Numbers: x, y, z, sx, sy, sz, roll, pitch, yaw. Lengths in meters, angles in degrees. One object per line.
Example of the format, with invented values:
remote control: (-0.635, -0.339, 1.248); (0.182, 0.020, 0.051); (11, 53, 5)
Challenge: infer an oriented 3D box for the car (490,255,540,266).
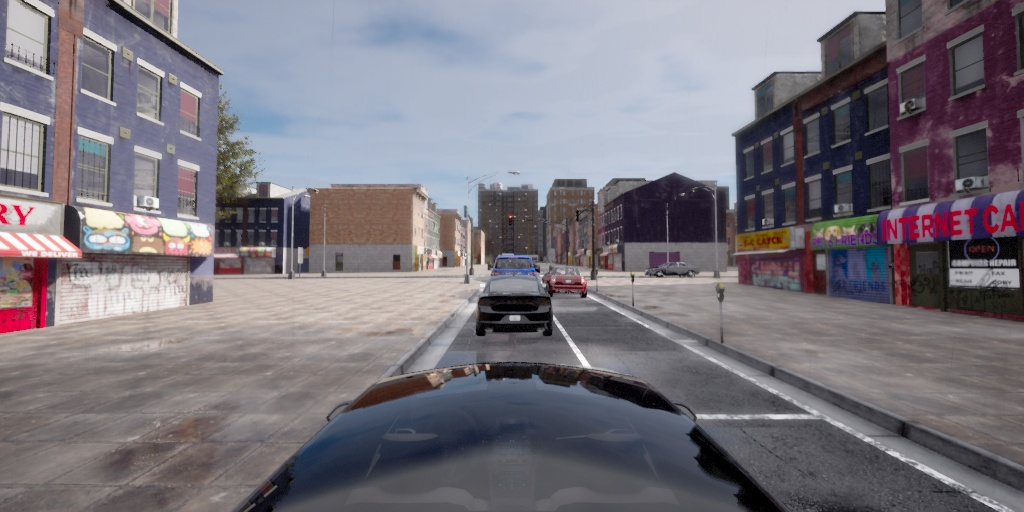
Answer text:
car: (0.068, 0.993, 18.001); (2.150, 2.045, 5.566); (0, 0, 0)

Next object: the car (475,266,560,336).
car: (0.036, 1.235, 10.466); (1.882, 1.535, 5.008); (0, 0, -1)

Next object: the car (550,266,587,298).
car: (2.615, 1.211, 18.689); (1.967, 1.591, 4.097); (0, 0, 0)

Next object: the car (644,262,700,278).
car: (14.948, 1.315, 33.533); (4.902, 1.511, 2.128); (0, -2, 0)
